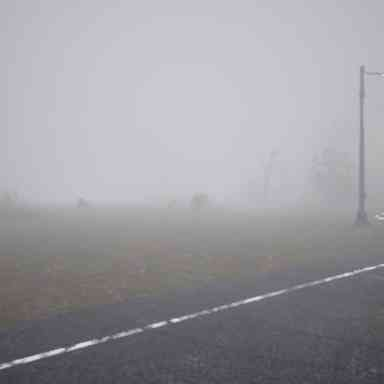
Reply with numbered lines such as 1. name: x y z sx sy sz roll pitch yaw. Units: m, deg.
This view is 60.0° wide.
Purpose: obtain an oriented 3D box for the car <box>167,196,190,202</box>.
1. car: -1.959 1.419 62.389 2.033 1.411 5.357 0 0 -33

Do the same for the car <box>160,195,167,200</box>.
1. car: -5.955 1.392 68.300 2.033 1.411 5.357 0 0 -34
